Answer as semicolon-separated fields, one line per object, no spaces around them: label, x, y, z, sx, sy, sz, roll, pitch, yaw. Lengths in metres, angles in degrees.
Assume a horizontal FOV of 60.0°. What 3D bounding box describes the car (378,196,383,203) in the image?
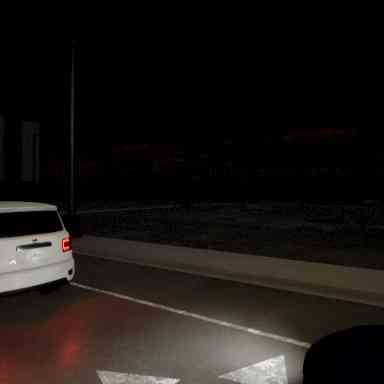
car;39.921;1.527;67.903;2.038;1.542;4.974;1;1;6

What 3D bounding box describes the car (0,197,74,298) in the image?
car;-5.032;1.220;7.576;5.566;2.045;2.150;0;0;35

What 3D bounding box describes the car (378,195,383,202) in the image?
car;39.927;1.369;67.953;1.853;1.218;4.536;1;1;6

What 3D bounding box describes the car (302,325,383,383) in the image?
car;3.005;1.516;1.843;4.674;1.442;1.812;0;0;35
